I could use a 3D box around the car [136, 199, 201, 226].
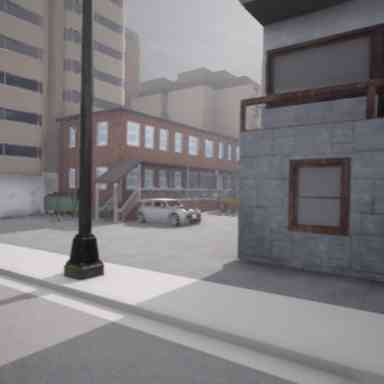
[{"bbox_3d":[-1.399,1.144,19.579,3.806,1.475,1.970,0,0,36],"label":"car"}]

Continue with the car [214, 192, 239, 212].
[{"bbox_3d":[4.187,0.797,25.540,5.027,1.636,2.152,2,1,36],"label":"car"}]
